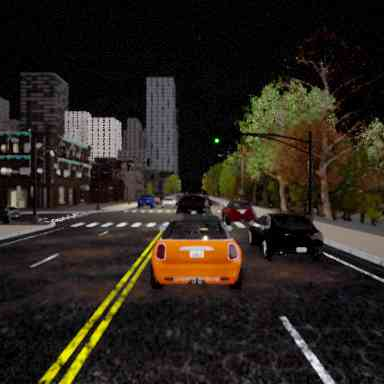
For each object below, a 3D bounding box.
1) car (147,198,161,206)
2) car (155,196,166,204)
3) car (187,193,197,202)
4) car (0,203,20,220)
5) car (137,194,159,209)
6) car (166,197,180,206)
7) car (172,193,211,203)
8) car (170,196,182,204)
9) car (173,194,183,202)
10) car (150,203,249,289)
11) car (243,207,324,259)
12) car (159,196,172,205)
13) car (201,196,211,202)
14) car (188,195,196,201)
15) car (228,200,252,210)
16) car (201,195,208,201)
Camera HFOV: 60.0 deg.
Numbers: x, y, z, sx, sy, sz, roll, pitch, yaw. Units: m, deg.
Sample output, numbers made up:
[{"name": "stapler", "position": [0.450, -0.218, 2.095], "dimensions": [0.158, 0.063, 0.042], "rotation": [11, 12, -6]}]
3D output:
[{"name": "car", "position": [-6.542, 1.690, 58.283], "dimensions": [1.895, 1.301, 4.718], "rotation": [0, 0, 0]}, {"name": "car", "position": [-6.469, 1.605, 68.652], "dimensions": [1.837, 1.490, 4.892], "rotation": [0, 0, 0]}, {"name": "car", "position": [0.035, 1.333, 77.907], "dimensions": [2.150, 2.045, 5.566], "rotation": [0, 0, 0]}, {"name": "car", "position": [-18.102, 1.605, 30.126], "dimensions": [4.553, 1.767, 2.097], "rotation": [-1, 0, 1]}, {"name": "car", "position": [-6.568, 1.297, 48.473], "dimensions": [2.150, 2.045, 5.566], "rotation": [0, 0, 0]}, {"name": "car", "position": [-3.298, 1.579, 57.348], "dimensions": [2.128, 1.511, 4.902], "rotation": [0, 0, 0]}, {"name": "car", "position": [0.112, 1.259, 21.181], "dimensions": [2.150, 2.045, 5.566], "rotation": [0, 0, 0]}, {"name": "car", "position": [-3.218, 1.594, 67.434], "dimensions": [2.128, 1.511, 4.902], "rotation": [0, 0, 0]}, {"name": "car", "position": [-3.214, 1.470, 77.720], "dimensions": [2.097, 1.767, 4.553], "rotation": [0, 0, 0]}, {"name": "car", "position": [0.105, 1.368, 9.338], "dimensions": [2.097, 1.767, 4.553], "rotation": [0, 0, 0]}, {"name": "car", "position": [3.355, 1.526, 12.600], "dimensions": [1.837, 1.490, 4.892], "rotation": [0, 0, 0]}, {"name": "car", "position": [-3.322, 1.601, 48.126], "dimensions": [1.812, 1.442, 4.674], "rotation": [0, 0, 0]}, {"name": "car", "position": [3.285, 1.648, 77.876], "dimensions": [2.033, 1.411, 5.357], "rotation": [0, 0, 0]}, {"name": "car", "position": [0.040, 1.557, 88.326], "dimensions": [1.895, 1.301, 4.718], "rotation": [0, 0, 0]}, {"name": "car", "position": [3.361, 1.391, 24.387], "dimensions": [2.097, 1.767, 4.553], "rotation": [0, 0, 0]}, {"name": "car", "position": [3.290, 1.486, 88.295], "dimensions": [1.812, 1.442, 4.674], "rotation": [0, 0, 0]}]
